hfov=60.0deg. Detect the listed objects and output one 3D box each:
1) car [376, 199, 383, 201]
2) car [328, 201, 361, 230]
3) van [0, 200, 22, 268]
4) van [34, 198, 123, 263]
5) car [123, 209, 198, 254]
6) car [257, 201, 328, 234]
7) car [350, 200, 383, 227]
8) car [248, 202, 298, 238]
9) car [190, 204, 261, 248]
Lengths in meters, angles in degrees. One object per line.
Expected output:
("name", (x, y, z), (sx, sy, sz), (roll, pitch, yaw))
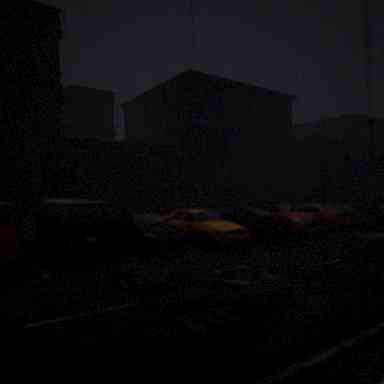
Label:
("car", (11.546, 1.321, 23.218), (2.185, 1.767, 4.553), (0, 0, -35))
("car", (7.007, 1.444, 20.016), (2.097, 1.535, 5.008), (0, 0, -36))
("van", (-6.645, 1.219, 10.436), (1.878, 1.987, 4.442), (0, 0, -35))
("van", (-4.382, 1.220, 12.049), (1.878, 1.987, 4.442), (0, 0, -35))
("car", (-2.052, 1.486, 13.569), (2.002, 1.452, 4.674), (0, 0, -35))
("car", (4.721, 1.318, 18.431), (2.185, 1.767, 4.553), (0, 0, -35))
("car", (9.262, 1.446, 21.636), (2.231, 1.521, 4.892), (0, 0, -35))
("car", (2.479, 1.444, 16.789), (2.097, 1.535, 5.008), (0, 0, -35))
("car", (0.320, 1.442, 15.029), (1.946, 1.575, 5.366), (0, 0, -35))
